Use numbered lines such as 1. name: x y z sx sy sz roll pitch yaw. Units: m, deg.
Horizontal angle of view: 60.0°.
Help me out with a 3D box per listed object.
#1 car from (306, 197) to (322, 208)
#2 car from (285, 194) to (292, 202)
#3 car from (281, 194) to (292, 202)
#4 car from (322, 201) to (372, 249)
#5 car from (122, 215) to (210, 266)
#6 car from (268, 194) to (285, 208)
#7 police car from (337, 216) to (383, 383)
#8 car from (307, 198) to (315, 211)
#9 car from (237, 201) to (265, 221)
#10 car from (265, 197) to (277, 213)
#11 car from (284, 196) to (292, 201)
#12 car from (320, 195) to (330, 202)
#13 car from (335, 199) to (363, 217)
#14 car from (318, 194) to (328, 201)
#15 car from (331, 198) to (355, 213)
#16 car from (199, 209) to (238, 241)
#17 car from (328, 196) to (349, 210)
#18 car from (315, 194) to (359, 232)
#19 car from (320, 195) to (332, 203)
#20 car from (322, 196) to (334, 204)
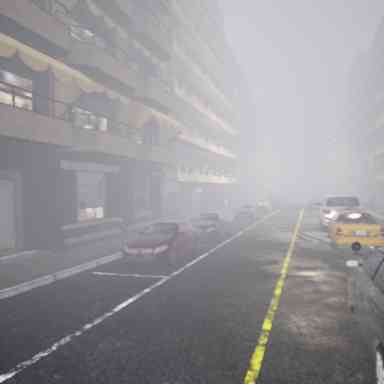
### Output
1. car: 17.832 1.522 48.638 1.994 1.385 4.181 -2 -1 19
2. car: 21.207 1.689 75.618 2.008 1.369 4.403 -3 -1 19
3. car: 23.041 1.453 80.911 2.192 1.841 5.009 -3 -1 19
4. car: 6.676 1.395 13.928 1.801 1.575 5.366 -2 -1 19
5. car: -0.928 1.739 12.142 1.802 1.307 4.206 -3 -1 19
6. car: 11.973 1.460 49.173 2.192 1.841 5.009 -3 -1 19
7. police car: 3.261 1.372 4.450 1.930 1.638 5.238 -2 -1 20
8. car: 14.574 1.524 39.237 1.994 1.385 4.181 -2 -1 20
9. car: 4.605 1.702 28.012 2.008 1.369 4.403 -3 -1 19
10. car: 8.294 1.698 38.590 2.008 1.369 4.403 -3 -1 19
11. car: 24.898 1.719 86.196 1.802 1.307 4.206 -3 -1 19
12. car: 29.161 1.390 72.994 1.752 1.417 4.829 -3 -1 19
13. car: 14.403 1.401 30.676 1.752 1.417 4.829 -3 -1 19
14. car: 32.790 1.303 83.414 1.967 1.590 4.097 -3 -1 19
15. car: 16.193 1.440 35.805 1.947 1.339 4.313 -3 -1 19
16. car: 0.916 1.737 17.431 1.802 1.307 4.206 -3 -1 19
17. car: 18.032 1.313 41.097 1.967 1.590 4.097 -3 -1 19
18. car: 8.593 1.163 19.444 2.150 2.045 5.566 -2 -1 19
19. car: 27.261 1.417 67.544 2.008 1.369 4.403 -3 -1 19
20. car: 25.417 1.433 62.253 1.947 1.339 4.313 -3 -1 19
